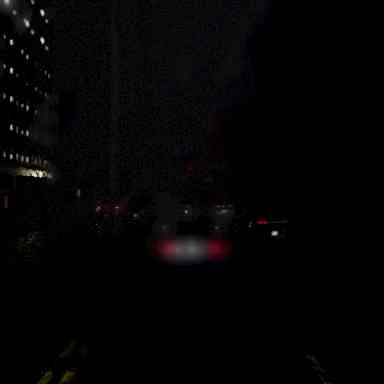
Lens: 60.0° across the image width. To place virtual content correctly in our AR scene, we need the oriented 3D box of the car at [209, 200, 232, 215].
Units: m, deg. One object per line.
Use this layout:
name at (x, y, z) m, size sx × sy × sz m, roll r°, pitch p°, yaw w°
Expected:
car at (2.759, 1.499, 30.930) m, size 2.128 × 1.511 × 4.902 m, roll -4°, pitch 1°, yaw -2°

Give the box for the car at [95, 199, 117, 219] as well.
car at (-7.129, 1.400, 29.704) m, size 2.097 × 1.767 × 4.553 m, roll 0°, pitch 0°, yaw -2°

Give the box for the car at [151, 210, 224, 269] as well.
car at (-0.009, 1.564, 11.211) m, size 2.033 × 1.411 × 5.357 m, roll 0°, pitch 0°, yaw -1°

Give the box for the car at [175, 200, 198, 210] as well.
car at (-0.488, 1.553, 31.313) m, size 1.837 × 1.490 × 4.892 m, roll 0°, pitch 0°, yaw -2°

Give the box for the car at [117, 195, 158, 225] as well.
car at (-3.710, 1.262, 24.538) m, size 2.150 × 2.045 × 5.566 m, roll 0°, pitch 0°, yaw -2°

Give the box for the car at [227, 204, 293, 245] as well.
car at (3.176, 1.461, 15.511) m, size 2.128 × 1.511 × 4.902 m, roll -3°, pitch -1°, yaw -2°
